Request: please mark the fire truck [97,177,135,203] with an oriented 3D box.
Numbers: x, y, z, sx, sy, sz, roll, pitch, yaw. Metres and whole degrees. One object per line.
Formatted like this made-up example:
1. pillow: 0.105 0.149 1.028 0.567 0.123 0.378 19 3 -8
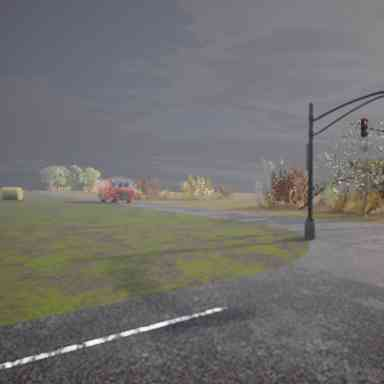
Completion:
1. fire truck: -11.637 -0.339 50.182 2.891 3.827 8.468 2 0 -32
